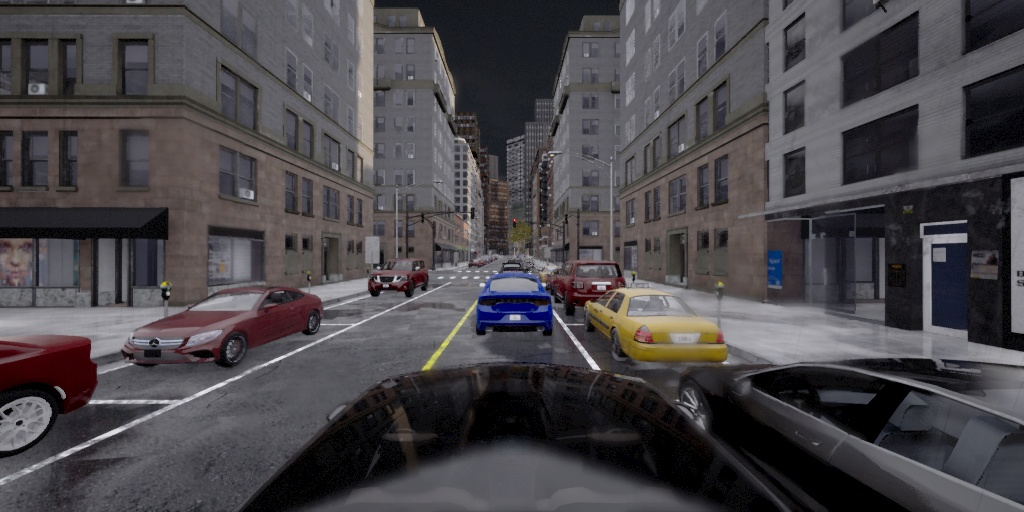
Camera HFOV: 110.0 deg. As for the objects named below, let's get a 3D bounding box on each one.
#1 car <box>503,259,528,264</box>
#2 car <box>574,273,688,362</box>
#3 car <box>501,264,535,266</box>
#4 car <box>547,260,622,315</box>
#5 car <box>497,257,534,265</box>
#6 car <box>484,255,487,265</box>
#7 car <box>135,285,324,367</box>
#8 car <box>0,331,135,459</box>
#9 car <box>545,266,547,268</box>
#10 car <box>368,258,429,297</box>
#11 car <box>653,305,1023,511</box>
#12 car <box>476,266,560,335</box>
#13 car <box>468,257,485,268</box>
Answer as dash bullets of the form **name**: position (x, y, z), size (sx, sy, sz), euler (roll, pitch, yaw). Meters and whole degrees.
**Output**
- **car**: position (0.006, 1.216, 26.937), size (1.837, 1.490, 4.892), euler (0, 0, 0)
- **car**: position (2.753, 1.272, 8.032), size (1.751, 1.417, 4.829), euler (0, 0, 0)
- **car**: position (0.067, 1.297, 18.024), size (1.994, 1.385, 4.181), euler (0, 0, 0)
- **car**: position (2.744, 1.055, 13.416), size (2.192, 1.841, 5.009), euler (0, 0, 0)
- **car**: position (0.403, 1.198, 44.103), size (2.033, 1.411, 5.357), euler (-1, 1, -26)
- **car**: position (-5.860, 0.990, 62.046), size (1.967, 1.591, 4.097), euler (0, 0, 0)
- **car**: position (-5.772, 1.328, 7.855), size (1.802, 1.307, 4.207), euler (0, 0, 0)
- **car**: position (-5.764, 1.295, 2.303), size (1.888, 1.381, 4.507), euler (0, 0, 0)
- **car**: position (2.735, 1.313, 18.968), size (1.802, 1.307, 4.207), euler (0, 0, 0)
- **car**: position (-5.791, 1.046, 18.961), size (2.192, 1.841, 5.009), euler (0, 0, 0)
- **car**: position (2.761, 1.316, 2.310), size (1.948, 1.339, 4.313), euler (0, 0, 0)
- **car**: position (0.035, 1.222, 10.496), size (1.882, 1.535, 5.008), euler (0, 0, -1)
- **car**: position (-5.851, 1.127, 56.621), size (1.888, 1.381, 4.507), euler (0, 0, 0)
